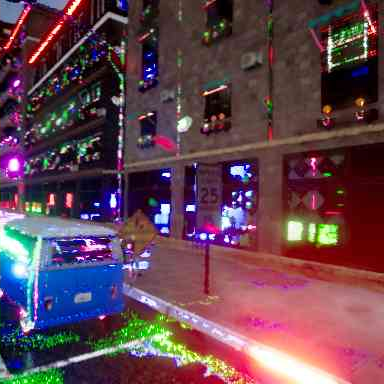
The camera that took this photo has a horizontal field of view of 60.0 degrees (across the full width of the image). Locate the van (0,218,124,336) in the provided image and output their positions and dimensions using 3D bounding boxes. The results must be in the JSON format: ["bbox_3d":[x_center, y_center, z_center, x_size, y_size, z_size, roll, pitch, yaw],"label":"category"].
[{"bbox_3d":[-2.910,1.488,6.820,1.690,1.788,3.998,3,-2,-39],"label":"van"}]

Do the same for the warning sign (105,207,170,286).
[{"bbox_3d":[-1.426,1.348,8.775,1.300,1.860,1.060,2,-2,-39],"label":"warning sign"}]
